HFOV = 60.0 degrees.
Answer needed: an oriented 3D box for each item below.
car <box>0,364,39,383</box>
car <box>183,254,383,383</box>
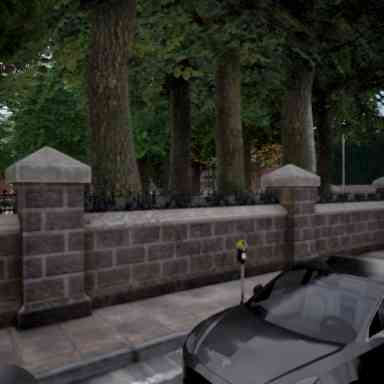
[{"bbox_3d":[-2.714,1.551,0.883,4.403,1.369,2.008,0,0,-35],"label":"car"},{"bbox_3d":[1.920,1.566,4.183,4.313,1.339,1.947,0,-1,-35],"label":"car"}]
